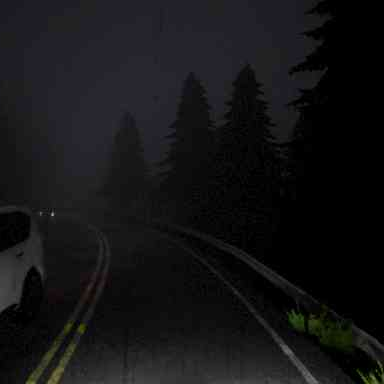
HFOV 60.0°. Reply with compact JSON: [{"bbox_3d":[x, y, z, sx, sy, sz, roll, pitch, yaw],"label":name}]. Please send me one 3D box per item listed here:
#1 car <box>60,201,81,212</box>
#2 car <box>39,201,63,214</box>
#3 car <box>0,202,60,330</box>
[{"bbox_3d":[-15.266,1.923,42.412,2.033,1.411,5.357,1,-4,-15],"label":"car"},{"bbox_3d":[-19.226,2.178,45.597,1.837,1.490,4.892,0,-6,-8],"label":"car"},{"bbox_3d":[-3.631,1.228,4.122,2.150,2.045,5.566,0,0,-6],"label":"car"}]
